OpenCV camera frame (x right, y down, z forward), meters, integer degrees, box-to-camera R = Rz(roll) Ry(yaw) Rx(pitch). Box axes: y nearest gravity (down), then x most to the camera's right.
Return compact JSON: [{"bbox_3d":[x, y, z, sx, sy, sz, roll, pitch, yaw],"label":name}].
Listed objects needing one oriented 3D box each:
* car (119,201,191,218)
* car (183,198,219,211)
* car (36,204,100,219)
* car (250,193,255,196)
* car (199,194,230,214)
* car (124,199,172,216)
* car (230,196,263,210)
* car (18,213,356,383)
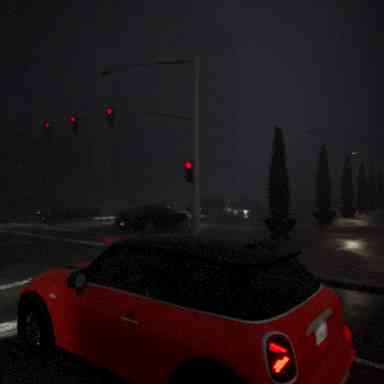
[{"bbox_3d":[-2.204,1.516,19.355,1.882,1.535,5.008,-1,0,35],"label":"car"},{"bbox_3d":[1.187,1.561,42.120,2.128,1.511,4.902,0,0,36],"label":"car"},{"bbox_3d":[-9.906,1.669,26.781,1.895,1.301,4.718,0,0,36],"label":"car"},{"bbox_3d":[7.209,1.421,50.394,2.097,1.767,4.553,0,0,36],"label":"car"},{"bbox_3d":[1.602,1.280,36.719,2.150,2.045,5.566,0,0,36],"label":"car"},{"bbox_3d":[-4.449,1.560,34.328,2.128,1.511,4.902,0,0,36],"label":"car"},{"bbox_3d":[7.416,1.585,44.733,1.812,1.442,4.674,0,0,36],"label":"car"},{"bbox_3d":[-0.433,1.361,4.474,4.553,1.767,2.097,0,0,39],"label":"car"}]
